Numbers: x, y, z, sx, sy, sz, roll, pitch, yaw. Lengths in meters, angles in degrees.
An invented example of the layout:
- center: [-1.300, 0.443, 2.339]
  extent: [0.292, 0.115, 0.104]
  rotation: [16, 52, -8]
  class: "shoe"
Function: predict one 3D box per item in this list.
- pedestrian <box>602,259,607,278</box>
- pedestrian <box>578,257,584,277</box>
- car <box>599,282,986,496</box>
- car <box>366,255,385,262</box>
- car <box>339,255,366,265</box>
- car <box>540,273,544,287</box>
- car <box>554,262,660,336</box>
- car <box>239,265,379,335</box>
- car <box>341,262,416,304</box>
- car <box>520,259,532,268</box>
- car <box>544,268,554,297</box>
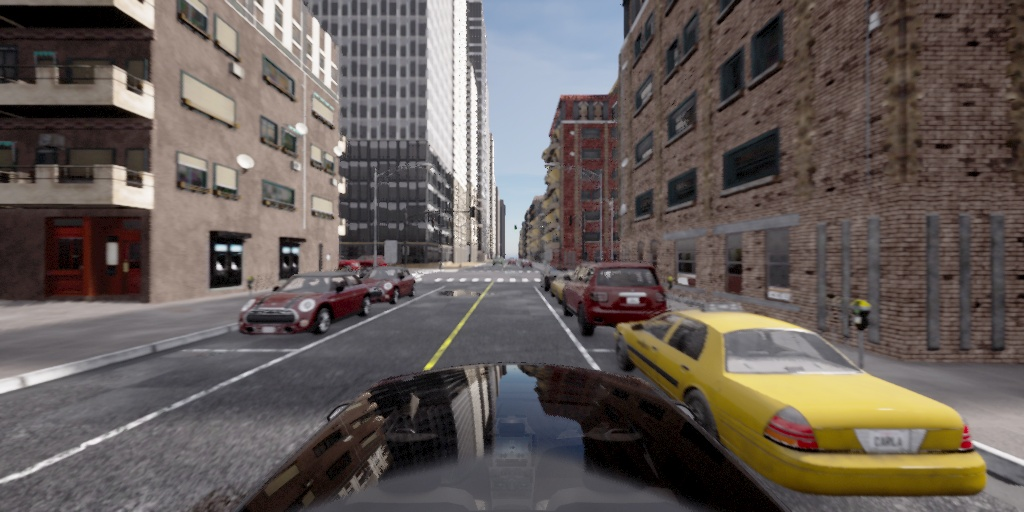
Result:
- center: [7.133, 1.094, 28.605]
  extent: [0.375, 1.860, 0.375]
  rotation: [0, 0, 0]
  class: "pedestrian"
- center: [5.737, 0.935, 29.806]
  extent: [0.375, 1.860, 0.375]
  rotation: [0, 0, 0]
  class: "pedestrian"
- center: [2.690, 1.280, 4.867]
  extent: [1.751, 1.417, 4.829]
  rotation: [0, 0, 0]
  class: "car"
- center: [-17.714, 0.841, 43.786]
  extent: [5.009, 1.841, 2.192]
  rotation: [0, 0, 0]
  class: "car"
- center: [-17.579, 0.809, 35.406]
  extent: [5.009, 1.841, 2.192]
  rotation: [0, 0, 0]
  class: "car"
- center: [2.688, 1.347, 21.744]
  extent: [1.948, 1.339, 4.313]
  rotation: [0, 0, 0]
  class: "car"
- center: [2.689, 1.078, 10.379]
  extent: [2.192, 1.841, 5.009]
  rotation: [0, 0, 0]
  class: "car"
- center: [-5.691, 1.202, 10.376]
  extent: [1.967, 1.591, 4.097]
  rotation: [0, 0, 0]
  class: "car"
- center: [-5.691, 1.211, 16.058]
  extent: [1.967, 1.591, 4.097]
  rotation: [0, 0, 0]
  class: "car"
- center: [2.734, 1.440, 63.767]
  extent: [1.802, 1.307, 4.207]
  rotation: [0, 0, 0]
  class: "car"
- center: [2.689, 1.297, 16.231]
  extent: [1.751, 1.417, 4.829]
  rotation: [0, 0, 0]
  class: "car"
